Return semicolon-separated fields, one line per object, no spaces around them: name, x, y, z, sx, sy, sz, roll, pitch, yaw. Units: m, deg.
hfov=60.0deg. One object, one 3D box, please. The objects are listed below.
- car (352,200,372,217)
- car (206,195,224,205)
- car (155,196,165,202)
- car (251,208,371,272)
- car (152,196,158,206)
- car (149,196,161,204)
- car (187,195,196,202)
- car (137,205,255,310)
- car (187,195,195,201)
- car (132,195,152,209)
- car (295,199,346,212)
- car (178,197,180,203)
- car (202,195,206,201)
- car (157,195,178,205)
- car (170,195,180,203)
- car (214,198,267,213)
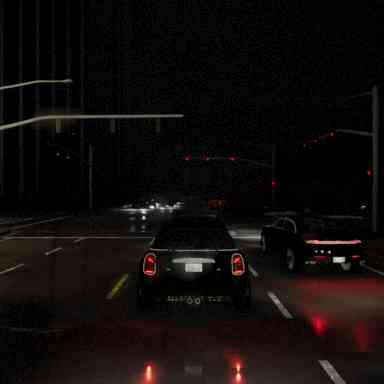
car;17.518;1.407;31.182;4.553;1.767;2.097;0;0;0
car;3.467;1.351;44.476;2.097;1.767;4.553;0;0;-3
car;-7.131;1.594;74.238;1.895;1.301;4.718;0;0;0
car;3.600;1.492;10.801;2.128;1.511;4.902;0;0;-3
car;-7.184;1.352;55.399;2.097;1.767;4.553;0;0;0
car;-7.164;1.526;64.195;1.812;1.442;4.674;0;0;0
car;-0.115;1.478;73.786;1.882;1.535;5.008;0;0;0
car;0.043;1.352;7.992;2.097;1.767;4.553;0;0;0
car;-0.156;1.540;88.255;2.033;1.411;5.357;0;0;0
car;-7.175;1.526;46.496;1.812;1.442;4.674;0;0;0
car;13.375;1.533;34.817;5.008;1.535;1.882;0;0;4
car;-3.678;1.491;60.320;2.128;1.511;4.902;0;0;0
car;3.361;1.521;78.846;1.812;1.442;4.674;0;0;0
car;-3.678;1.547;50.817;2.033;1.411;5.357;0;0;0
car;-3.624;1.500;70.530;1.837;1.490;4.892;0;0;0
car;4.736;1.548;31.129;4.674;1.442;1.812;0;0;0
